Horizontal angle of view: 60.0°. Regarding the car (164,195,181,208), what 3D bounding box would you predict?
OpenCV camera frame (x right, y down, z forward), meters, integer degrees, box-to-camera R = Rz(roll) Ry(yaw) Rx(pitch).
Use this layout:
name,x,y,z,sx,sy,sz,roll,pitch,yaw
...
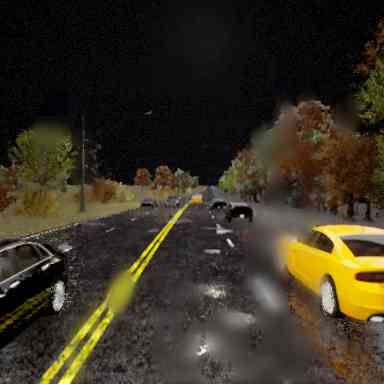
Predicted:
name,x,y,z,sx,sy,sz,roll,pitch,yaw
car,-2.764,1.278,47.240,2.097,1.767,4.553,0,0,2

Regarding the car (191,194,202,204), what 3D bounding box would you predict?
name,x,y,z,sx,sy,sz,roll,pitch,yaw
car,0.855,1.375,58.965,1.882,1.535,5.008,0,0,2

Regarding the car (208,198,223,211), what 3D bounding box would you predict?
name,x,y,z,sx,sy,sz,roll,pitch,yaw
car,3.051,1.452,39.310,1.837,1.490,4.892,0,0,1

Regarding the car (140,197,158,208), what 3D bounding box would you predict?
name,x,y,z,sx,sy,sz,roll,pitch,yaw
car,-6.020,1.474,47.099,2.033,1.411,5.357,0,0,2

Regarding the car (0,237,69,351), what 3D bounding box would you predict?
name,x,y,z,sx,sy,sz,roll,pitch,yaw
car,-3.337,1.501,4.691,1.837,1.490,4.892,0,0,0

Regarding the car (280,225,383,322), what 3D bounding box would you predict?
name,x,y,z,sx,sy,sz,roll,pitch,yaw
car,3.373,1.472,7.372,1.882,1.535,5.008,0,0,0

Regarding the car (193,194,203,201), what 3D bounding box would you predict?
name,x,y,z,sx,sy,sz,roll,pitch,yaw
car,1.410,1.279,75.699,2.128,1.511,4.902,0,0,2

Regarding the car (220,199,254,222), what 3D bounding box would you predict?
name,x,y,z,sx,sy,sz,roll,pitch,yaw
car,3.526,1.475,25.703,1.837,1.490,4.892,0,-1,0
